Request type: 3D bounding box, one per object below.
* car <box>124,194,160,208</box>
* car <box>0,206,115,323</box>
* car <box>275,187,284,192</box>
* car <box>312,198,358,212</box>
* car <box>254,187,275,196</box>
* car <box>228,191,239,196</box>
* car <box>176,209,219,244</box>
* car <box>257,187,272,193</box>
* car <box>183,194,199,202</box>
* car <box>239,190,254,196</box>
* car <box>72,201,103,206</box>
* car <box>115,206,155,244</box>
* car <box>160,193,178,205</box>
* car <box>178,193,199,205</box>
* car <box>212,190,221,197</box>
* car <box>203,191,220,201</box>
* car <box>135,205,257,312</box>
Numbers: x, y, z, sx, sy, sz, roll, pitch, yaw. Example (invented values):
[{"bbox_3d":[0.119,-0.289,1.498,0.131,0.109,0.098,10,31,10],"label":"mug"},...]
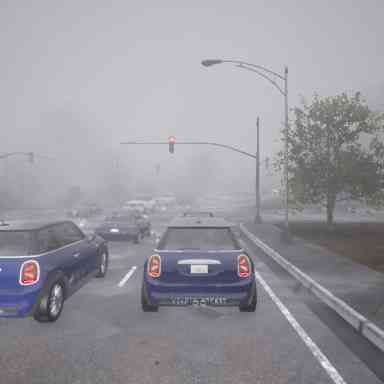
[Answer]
[{"bbox_3d":[-5.493,1.301,35.727,2.150,2.045,5.566,0,0,8],"label":"car"},{"bbox_3d":[-3.365,1.361,7.392,2.097,1.767,4.553,0,0,0],"label":"car"},{"bbox_3d":[23.399,-0.601,89.366,1.882,1.535,5.008,0,3,38],"label":"car"},{"bbox_3d":[16.433,1.531,38.418,4.892,1.490,1.837,-1,0,4],"label":"car"},{"bbox_3d":[17.659,0.140,80.965,2.128,1.511,4.902,0,3,33],"label":"car"},{"bbox_3d":[10.578,0.342,82.799,1.895,1.301,4.718,0,3,30],"label":"car"},{"bbox_3d":[0.326,1.632,16.927,1.895,1.301,4.718,0,0,2],"label":"car"},{"bbox_3d":[19.799,-0.524,90.386,2.128,1.511,4.902,0,3,38],"label":"car"},{"bbox_3d":[-0.106,1.222,69.410,1.994,1.385,4.181,0,2,21],"label":"car"},{"bbox_3d":[14.130,0.204,81.901,1.812,1.442,4.674,0,3,33],"label":"car"},{"bbox_3d":[-9.596,1.557,30.184,2.128,1.511,4.902,0,0,5],"label":"car"},{"bbox_3d":[-3.200,1.593,16.004,1.994,1.385,4.181,0,0,2],"label":"car"},{"bbox_3d":[-4.726,1.263,56.417,2.150,2.045,5.566,0,2,15],"label":"car"},{"bbox_3d":[-0.851,1.236,57.133,2.150,2.045,5.566,0,1,17],"label":"car"},{"bbox_3d":[5.421,0.359,80.806,2.097,1.767,4.553,0,3,28],"label":"car"},{"bbox_3d":[3.802,1.102,69.612,1.812,1.442,4.674,0,3,23],"label":"car"},{"bbox_3d":[0.139,1.361,7.896,2.097,1.767,4.553,0,0,0],"label":"car"}]
